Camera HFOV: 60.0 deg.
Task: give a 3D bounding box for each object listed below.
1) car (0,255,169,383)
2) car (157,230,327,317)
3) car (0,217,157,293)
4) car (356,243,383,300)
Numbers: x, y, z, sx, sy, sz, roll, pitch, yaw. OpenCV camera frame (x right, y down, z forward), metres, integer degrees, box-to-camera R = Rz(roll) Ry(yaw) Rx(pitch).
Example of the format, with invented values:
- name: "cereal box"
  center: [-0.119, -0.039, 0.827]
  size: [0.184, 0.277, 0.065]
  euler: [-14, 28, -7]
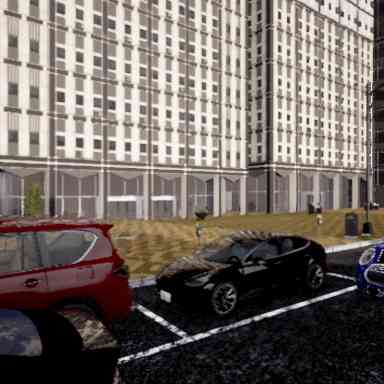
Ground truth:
- name: "car"
  center: [-2.669, 1.492, 1.475]
  size: [4.902, 1.511, 2.128]
  euler: [0, 0, -36]
- name: "car"
  center: [1.283, 1.570, 7.476]
  size: [4.313, 1.339, 1.947]
  euler: [0, 0, -35]
- name: "car"
  center: [-3.214, 1.315, 4.270]
  size: [5.009, 1.841, 2.192]
  euler: [0, 0, -35]
- name: "car"
  center: [5.666, 1.358, 7.414]
  size: [4.553, 1.767, 2.097]
  euler: [0, 0, -35]
